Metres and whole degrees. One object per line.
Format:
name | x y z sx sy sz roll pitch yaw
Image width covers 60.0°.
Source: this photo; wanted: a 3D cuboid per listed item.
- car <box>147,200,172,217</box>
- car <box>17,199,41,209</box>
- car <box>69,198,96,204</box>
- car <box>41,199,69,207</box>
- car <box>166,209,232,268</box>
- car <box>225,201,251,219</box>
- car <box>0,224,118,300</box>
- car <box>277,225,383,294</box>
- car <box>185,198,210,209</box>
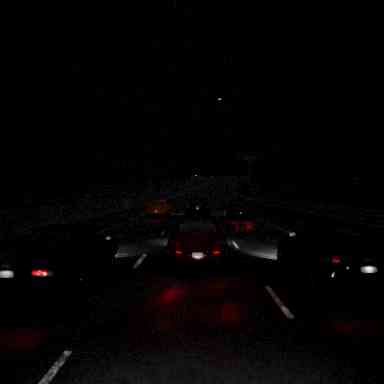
car | -2.962 1.471 30.709 1.882 1.535 5.008 0 0 1
car | -20.289 1.539 42.149 1.994 1.385 4.181 0 0 2
car | -13.307 1.507 41.701 1.812 1.442 4.674 0 0 2
car | -16.795 1.542 41.968 1.994 1.385 4.181 0 0 2
car | 0.174 1.524 11.186 1.812 1.442 4.674 0 0 1
car | 4.000 1.490 29.160 2.128 1.511 4.902 0 0 1
car | -3.357 1.545 8.558 2.033 1.411 5.357 0 0 0
car | 3.654 1.565 8.838 1.994 1.385 4.181 0 0 0
car | 0.493 1.348 28.897 2.097 1.767 4.553 0 0 1
